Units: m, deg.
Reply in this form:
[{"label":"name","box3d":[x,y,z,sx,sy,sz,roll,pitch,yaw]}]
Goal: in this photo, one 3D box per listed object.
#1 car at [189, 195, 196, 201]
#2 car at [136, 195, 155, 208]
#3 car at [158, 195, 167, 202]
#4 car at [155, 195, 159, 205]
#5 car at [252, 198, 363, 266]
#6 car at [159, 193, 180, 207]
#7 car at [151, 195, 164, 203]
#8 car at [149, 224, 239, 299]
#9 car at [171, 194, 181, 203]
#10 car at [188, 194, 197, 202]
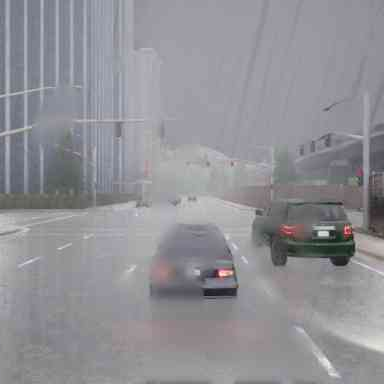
[{"label":"car","box3d":[0.045,1.500,88.905,1.837,1.490,4.892,0,0,0]},{"label":"car","box3d":[-7.067,1.504,48.902,1.837,1.490,4.892,0,0,0]},{"label":"car","box3d":[-6.961,1.516,78.269,1.812,1.442,4.674,0,0,0]},{"label":"car","box3d":[-7.050,1.352,58.094,2.097,1.767,4.553,0,0,0]},{"label":"car","box3d":[3.577,1.221,11.674,2.150,2.045,5.566,0,0,1]},{"label":"car","box3d":[-3.561,1.221,52.829,2.150,2.045,5.566,0,0,0]},{"label":"car","box3d":[-6.979,1.491,68.031,2.128,1.511,4.902,0,0,0]},{"label":"car","box3d":[0.059,1.547,8.642,2.033,1.411,5.357,0,0,1]},{"label":"car","box3d":[-3.464,1.355,72.558,2.097,1.767,4.553,0,0,0]},{"label":"car","box3d":[0.039,1.355,78.660,2.097,1.767,4.553,0,0,0]}]
